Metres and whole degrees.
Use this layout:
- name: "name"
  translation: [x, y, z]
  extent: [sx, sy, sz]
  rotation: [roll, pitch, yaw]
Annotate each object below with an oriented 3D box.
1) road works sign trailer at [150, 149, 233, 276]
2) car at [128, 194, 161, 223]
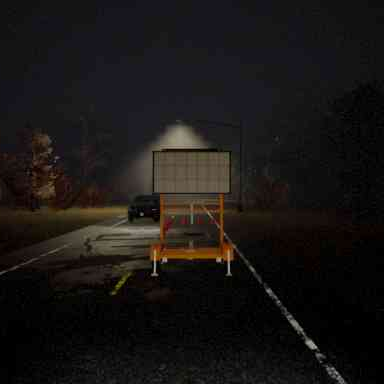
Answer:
- name: "road works sign trailer"
  translation: [-0.004, 0.464, 10.335]
  extent: [2.380, 3.560, 2.880]
  rotation: [0, 0, 0]
- name: "car"
  translation: [-3.507, 1.221, 26.015]
  extent: [2.150, 2.045, 5.566]
  rotation: [0, 0, 0]
